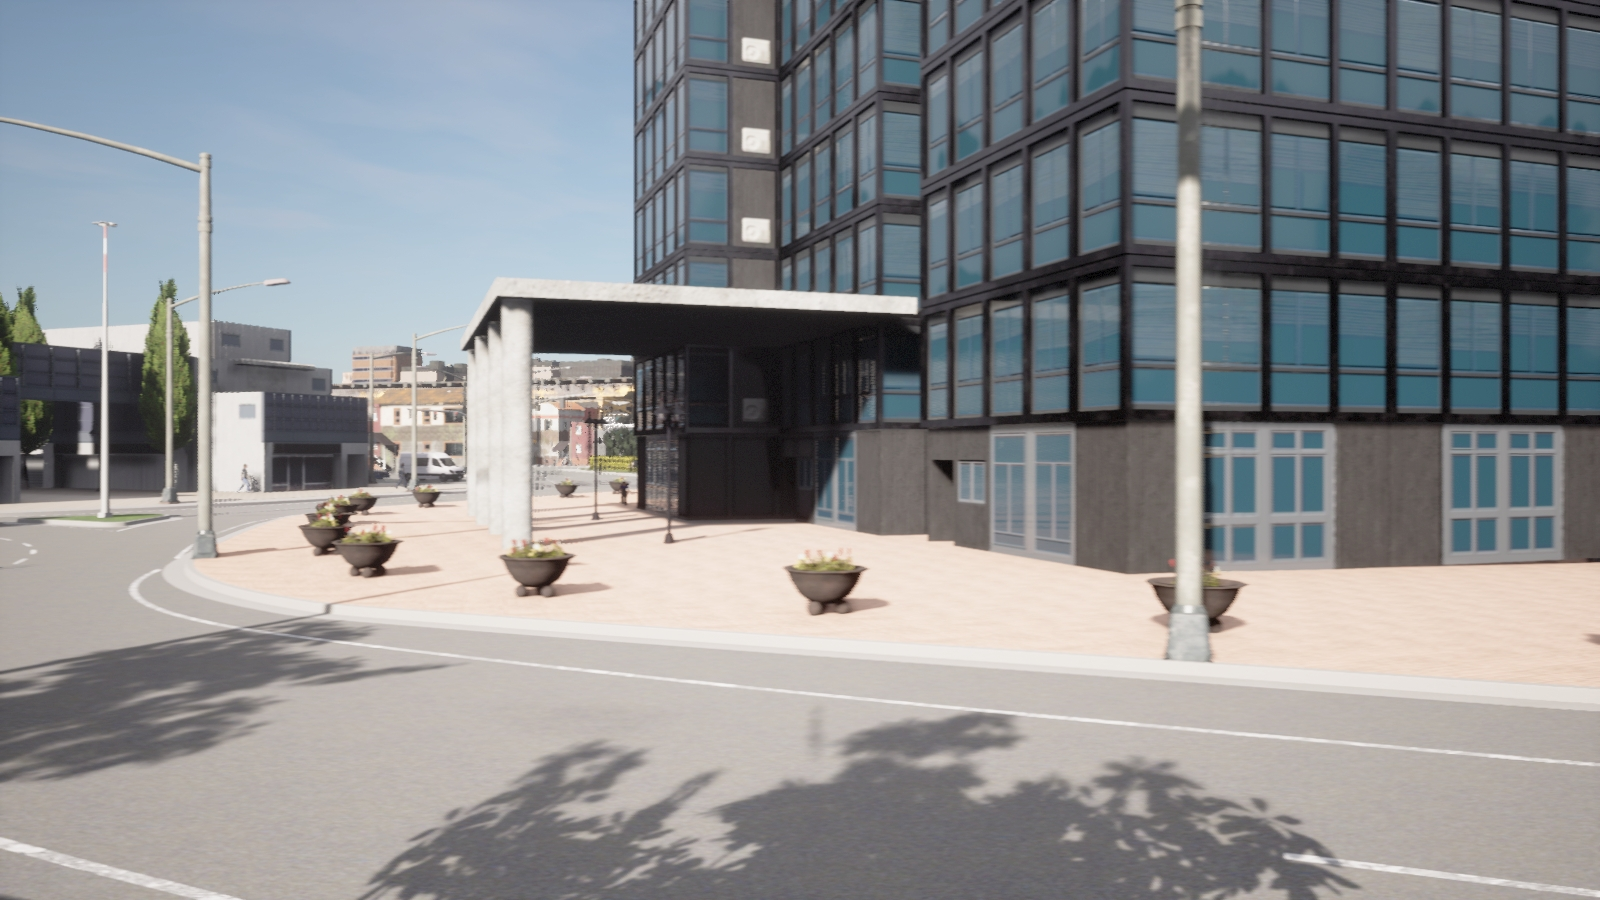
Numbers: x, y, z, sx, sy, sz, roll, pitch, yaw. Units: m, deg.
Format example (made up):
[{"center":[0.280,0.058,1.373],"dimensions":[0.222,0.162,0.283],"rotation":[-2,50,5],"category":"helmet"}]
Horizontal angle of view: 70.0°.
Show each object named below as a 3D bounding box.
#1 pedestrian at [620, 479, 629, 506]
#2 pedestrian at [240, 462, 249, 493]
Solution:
[{"center":[-8.484,2.043,55.255],"dimensions":[0.375,1.300,0.375],"rotation":[0,0,2],"category":"pedestrian"},{"center":[-33.990,1.692,69.882],"dimensions":[0.375,1.860,0.375],"rotation":[0,0,-6],"category":"pedestrian"}]
